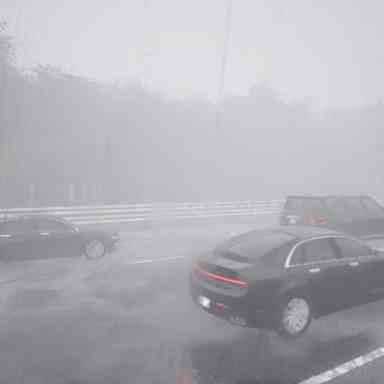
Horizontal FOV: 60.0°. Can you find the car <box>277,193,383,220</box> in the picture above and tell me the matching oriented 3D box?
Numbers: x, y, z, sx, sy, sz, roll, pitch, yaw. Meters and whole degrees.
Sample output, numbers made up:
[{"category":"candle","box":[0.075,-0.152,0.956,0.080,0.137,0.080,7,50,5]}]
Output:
[{"category":"car","box":[5.684,1.063,12.468,5.566,2.045,2.150,-1,1,-31]}]

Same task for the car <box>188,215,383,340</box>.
[{"category":"car","box":[2.272,1.429,6.387,4.892,1.490,1.837,-1,1,-31]}]

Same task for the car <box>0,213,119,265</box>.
[{"category":"car","box":[-4.741,1.419,10.369,4.892,1.490,1.837,-1,1,-31]}]
